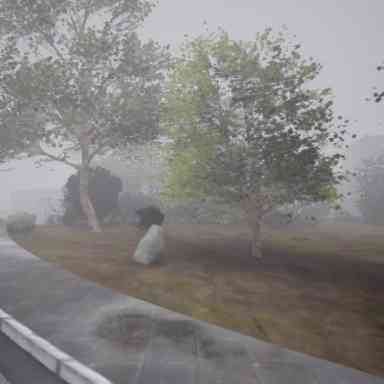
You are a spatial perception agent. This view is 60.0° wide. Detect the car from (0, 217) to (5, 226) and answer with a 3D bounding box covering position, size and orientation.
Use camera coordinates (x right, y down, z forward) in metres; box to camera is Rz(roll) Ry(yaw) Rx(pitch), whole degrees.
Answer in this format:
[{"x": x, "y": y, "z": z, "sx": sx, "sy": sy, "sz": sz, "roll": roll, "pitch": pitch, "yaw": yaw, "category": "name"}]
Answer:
[{"x": -19.014, "y": 2.735, "z": 30.869, "sx": 2.128, "sy": 1.511, "sz": 4.902, "roll": -3, "pitch": -5, "yaw": -10, "category": "car"}]
